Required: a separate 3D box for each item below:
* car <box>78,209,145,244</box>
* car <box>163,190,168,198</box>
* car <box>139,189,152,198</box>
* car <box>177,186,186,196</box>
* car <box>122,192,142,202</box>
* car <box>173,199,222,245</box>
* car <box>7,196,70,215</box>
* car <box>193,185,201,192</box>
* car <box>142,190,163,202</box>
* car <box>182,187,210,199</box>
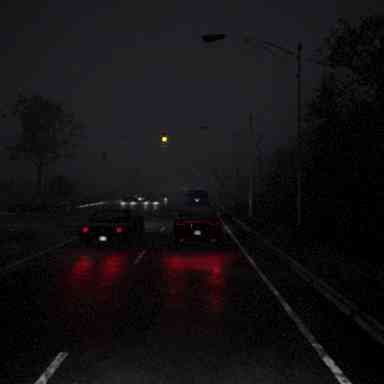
[{"bbox_3d":[-3.275,1.402,14.526,1.895,1.301,4.718,0,1,1],"label":"car"},{"bbox_3d":[-5.969,0.349,68.309,1.812,1.442,4.674,0,3,1],"label":"car"},{"bbox_3d":[-9.471,0.307,68.252,1.882,1.535,5.008,0,3,1],"label":"car"},{"bbox_3d":[-2.389,0.067,72.881,2.033,1.411,5.357,0,4,1],"label":"car"},{"bbox_3d":[-9.797,0.786,53.077,1.837,1.490,4.892,0,0,1],"label":"car"},{"bbox_3d":[0.228,1.282,14.358,1.882,1.535,5.008,0,0,1],"label":"car"},{"bbox_3d":[-12.760,1.112,27.725,4.902,1.511,2.128,0,1,3],"label":"car"},{"bbox_3d":[1.291,-0.831,83.222,1.882,1.535,5.008,0,4,1],"label":"car"},{"bbox_3d":[-6.299,0.788,52.999,1.837,1.490,4.892,0,0,1],"label":"car"},{"bbox_3d":[0.494,0.797,31.225,2.150,2.045,5.566,0,1,1],"label":"car"}]
